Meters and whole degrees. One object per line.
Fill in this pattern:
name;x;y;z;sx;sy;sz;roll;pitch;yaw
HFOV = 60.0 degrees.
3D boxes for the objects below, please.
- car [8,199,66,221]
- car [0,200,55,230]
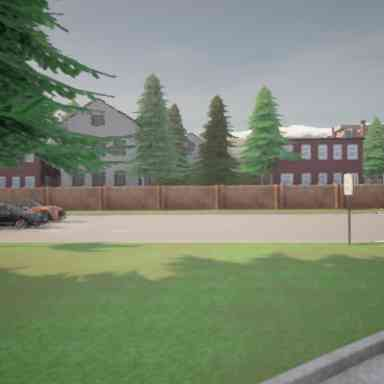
car;-11.338;1.256;23.447;4.553;1.767;2.097;0;0;2
car;-11.167;1.436;19.939;4.892;1.490;1.837;0;0;2
